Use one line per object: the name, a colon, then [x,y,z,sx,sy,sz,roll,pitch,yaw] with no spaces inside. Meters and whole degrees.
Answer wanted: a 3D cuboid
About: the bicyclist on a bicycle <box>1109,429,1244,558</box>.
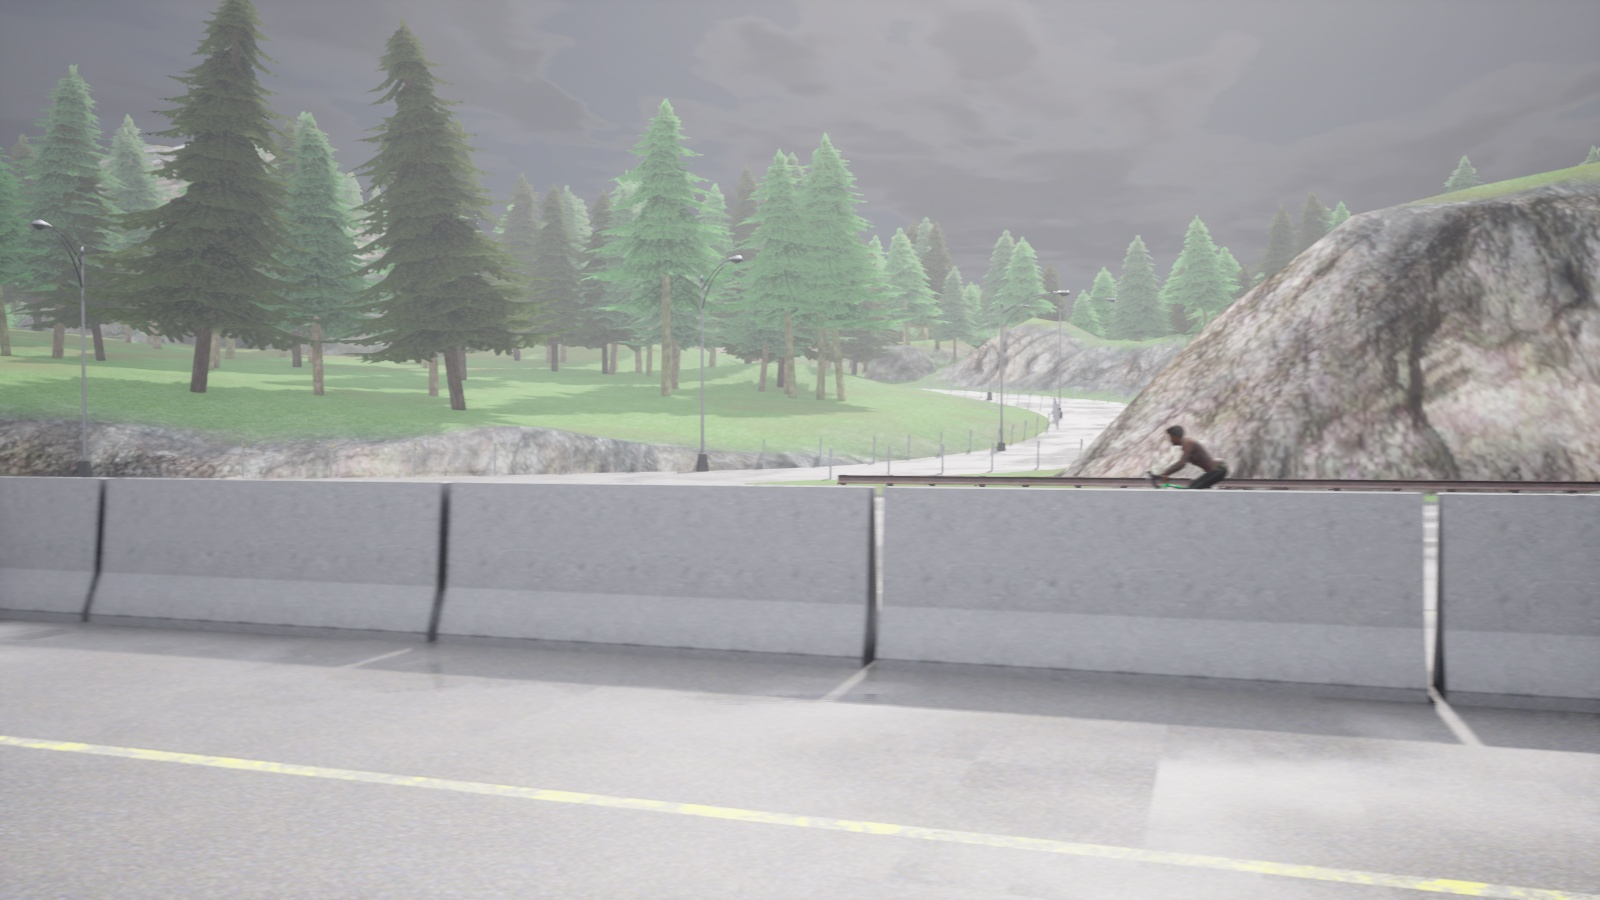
bicyclist on a bicycle: [4.887,0.536,16.318,1.656,1.620,0.582,0,1,19]
